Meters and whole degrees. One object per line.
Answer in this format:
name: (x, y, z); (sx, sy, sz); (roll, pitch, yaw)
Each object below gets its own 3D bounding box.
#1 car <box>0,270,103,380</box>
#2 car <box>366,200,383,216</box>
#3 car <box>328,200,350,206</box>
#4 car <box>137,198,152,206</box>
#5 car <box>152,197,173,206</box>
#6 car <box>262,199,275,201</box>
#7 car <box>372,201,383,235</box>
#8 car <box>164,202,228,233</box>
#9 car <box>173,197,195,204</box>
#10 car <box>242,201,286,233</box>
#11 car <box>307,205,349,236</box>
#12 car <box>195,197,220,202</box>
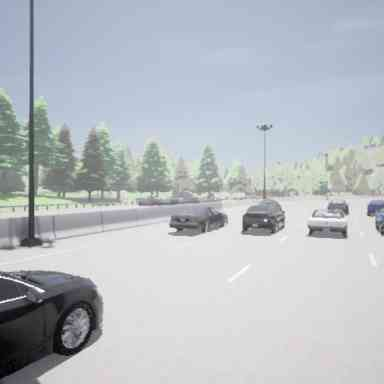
car: (-3.027, 1.498, 3.634); (1.837, 1.490, 4.892); (0, -1, 24)
car: (18.251, 1.508, 32.580); (1.882, 1.535, 5.008); (0, 0, 28)
car: (14.685, 1.517, 33.326); (2.128, 1.511, 4.902); (0, 0, 27)
car: (-6.781, 1.563, 52.828); (1.994, 1.385, 4.181); (0, 0, 30)
car: (-3.353, 1.549, 51.793); (2.033, 1.411, 5.357); (0, 0, 30)
car: (8.513, 1.543, 36.638); (1.812, 1.442, 4.674); (0, 0, 27)
car: (11.481, 1.496, 18.601); (1.882, 1.535, 5.008); (0, 0, 24)
car: (0.547, 1.551, 19.926); (2.033, 1.411, 5.357); (0, 0, 24)
car: (-0.418, 1.521, 49.871); (1.837, 1.490, 4.892); (0, 0, 30)
car: (4.353, 1.513, 19.839); (1.837, 1.490, 4.892); (0, 0, 24)
car: (7.709, 1.614, 18.764); (1.895, 1.301, 4.718); (0, 0, 24)
car: (2.609, 1.576, 48.112); (1.994, 1.385, 4.181); (0, 0, 30)
